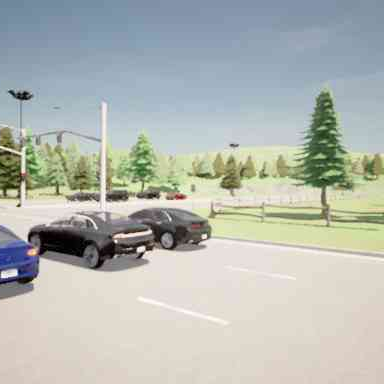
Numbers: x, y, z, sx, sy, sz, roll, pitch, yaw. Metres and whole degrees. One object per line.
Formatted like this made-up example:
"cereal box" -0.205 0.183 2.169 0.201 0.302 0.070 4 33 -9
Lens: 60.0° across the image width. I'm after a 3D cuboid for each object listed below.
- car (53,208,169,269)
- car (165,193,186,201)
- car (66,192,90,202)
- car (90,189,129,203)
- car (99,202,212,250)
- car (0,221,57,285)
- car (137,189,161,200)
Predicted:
"car" -3.384 1.352 10.685 4.902 1.511 2.128 1 1 36
"car" -3.067 0.866 62.397 1.882 1.535 5.008 1 1 35
"car" -17.855 0.785 53.421 1.837 1.490 4.892 1 1 35
"car" -11.930 0.614 49.696 2.150 2.045 5.566 1 0 35
"car" -1.509 1.361 13.647 4.892 1.490 1.837 1 1 36
"car" -5.426 1.386 7.845 4.674 1.442 1.812 1 1 36
"car" -8.597 0.499 66.632 2.150 2.045 5.566 1 1 35
